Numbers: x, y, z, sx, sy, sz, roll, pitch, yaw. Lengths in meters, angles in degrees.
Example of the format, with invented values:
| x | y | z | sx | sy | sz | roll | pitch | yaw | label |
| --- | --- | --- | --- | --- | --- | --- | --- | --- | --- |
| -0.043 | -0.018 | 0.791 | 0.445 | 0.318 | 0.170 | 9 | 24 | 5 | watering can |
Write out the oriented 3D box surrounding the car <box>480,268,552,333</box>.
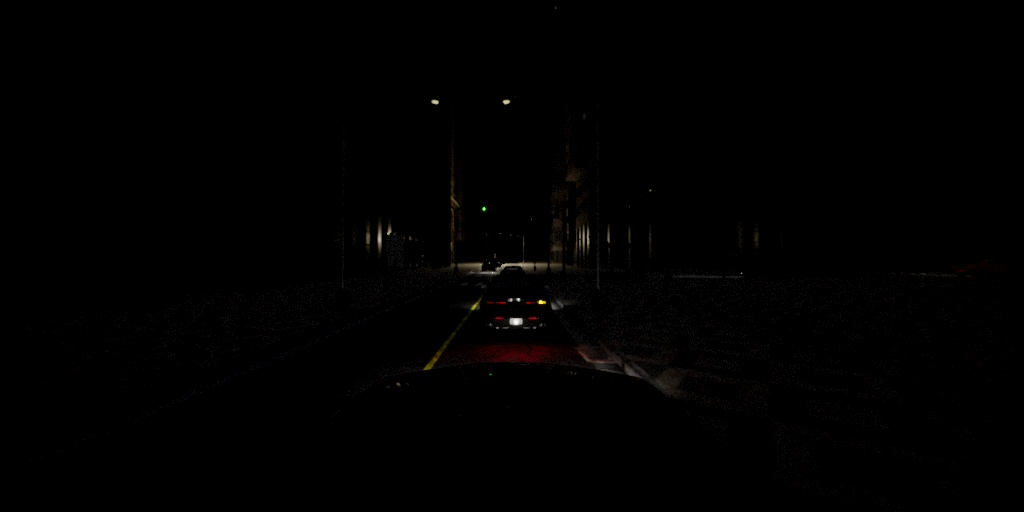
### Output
| x | y | z | sx | sy | sz | roll | pitch | yaw | label |
| --- | --- | --- | --- | --- | --- | --- | --- | --- | --- |
| 0.089 | 1.278 | 10.777 | 1.837 | 1.490 | 4.892 | 0 | 0 | 0 | car |

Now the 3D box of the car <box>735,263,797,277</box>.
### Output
| x | y | z | sx | sy | sz | roll | pitch | yaw | label |
| --- | --- | --- | --- | --- | --- | --- | --- | --- | --- |
| 23.868 | 1.297 | 33.829 | 4.718 | 1.301 | 1.895 | 0 | -1 | 0 | car |

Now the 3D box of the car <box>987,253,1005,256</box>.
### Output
| x | y | z | sx | sy | sz | roll | pitch | yaw | label |
| --- | --- | --- | --- | --- | --- | --- | --- | --- | --- |
| 46.452 | 0.764 | 33.789 | 5.566 | 2.045 | 2.150 | 0 | -1 | 0 | car |

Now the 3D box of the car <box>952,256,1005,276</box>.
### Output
| x | y | z | sx | sy | sz | roll | pitch | yaw | label |
| --- | --- | --- | --- | --- | --- | --- | --- | --- | --- |
| 40.950 | 1.020 | 30.729 | 5.008 | 1.535 | 1.882 | 0 | -1 | 0 | car |

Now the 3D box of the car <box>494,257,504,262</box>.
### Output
| x | y | z | sx | sy | sz | roll | pitch | yaw | label |
| --- | --- | --- | --- | --- | --- | --- | --- | --- | --- |
| -3.096 | 1.261 | 64.863 | 2.097 | 1.767 | 4.553 | 0 | 0 | 1 | car |

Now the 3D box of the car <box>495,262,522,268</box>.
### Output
| x | y | z | sx | sy | sz | roll | pitch | yaw | label |
| --- | --- | --- | --- | --- | --- | --- | --- | --- | --- |
| 0.075 | 1.363 | 25.728 | 1.994 | 1.385 | 4.181 | 0 | 1 | 0 | car |

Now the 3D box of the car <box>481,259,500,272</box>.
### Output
| x | y | z | sx | sy | sz | roll | pitch | yaw | label |
| --- | --- | --- | --- | --- | --- | --- | --- | --- | --- |
| -3.131 | 1.416 | 48.719 | 2.033 | 1.411 | 5.357 | 0 | 0 | 0 | car |
